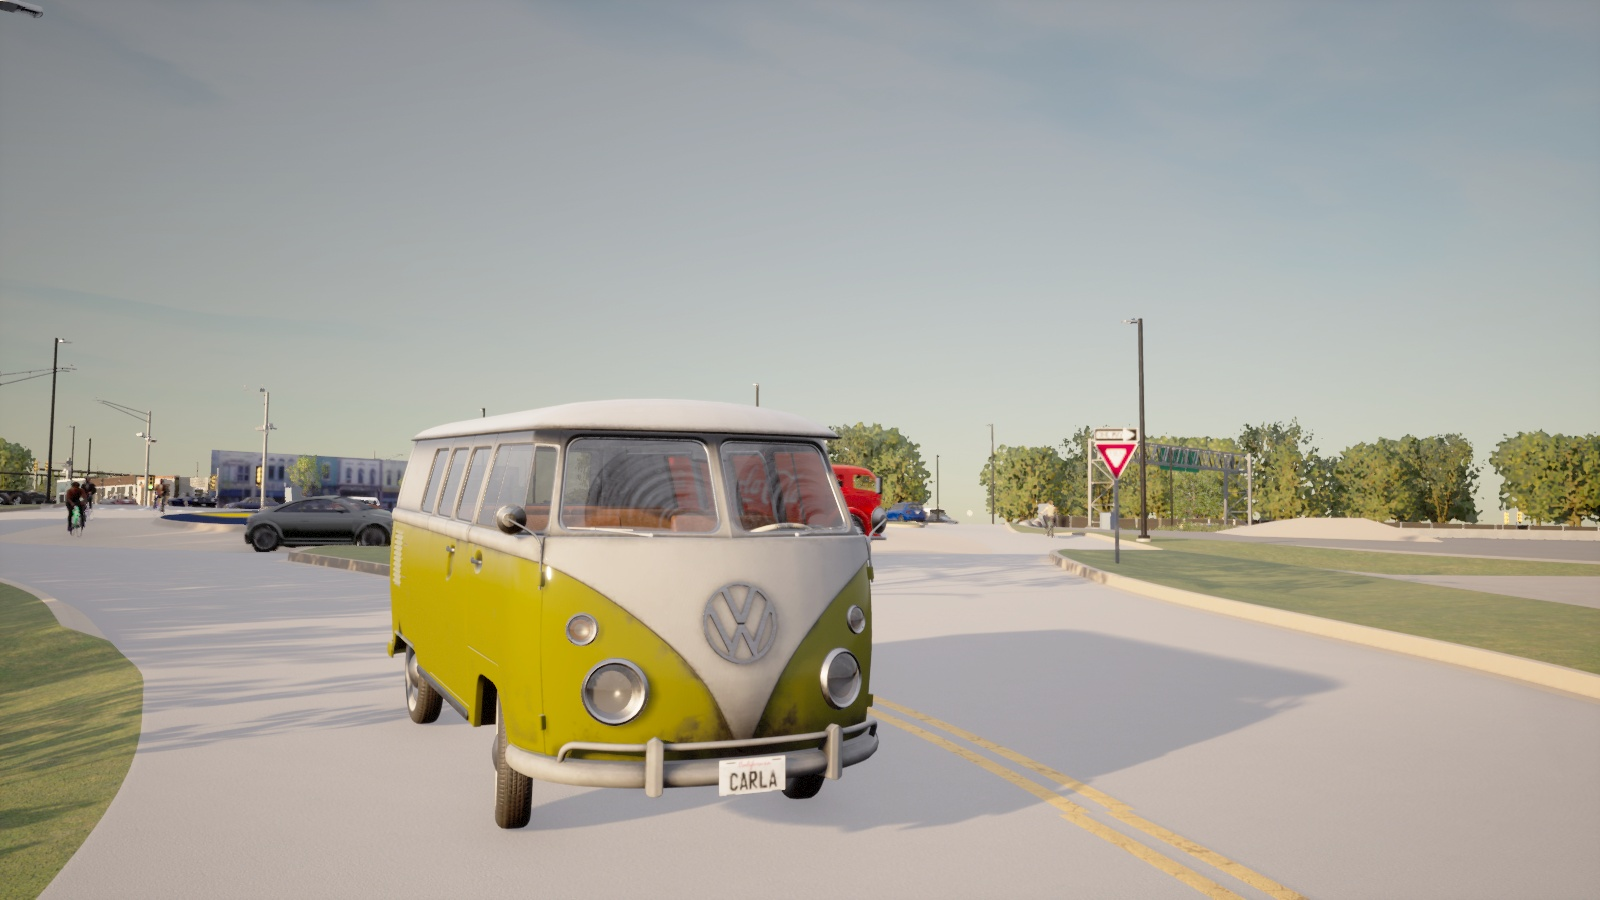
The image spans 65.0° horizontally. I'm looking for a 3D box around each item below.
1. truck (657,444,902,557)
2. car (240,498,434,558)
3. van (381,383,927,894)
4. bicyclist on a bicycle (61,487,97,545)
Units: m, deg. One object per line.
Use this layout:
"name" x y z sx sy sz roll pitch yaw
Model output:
"truck" -0.492 1.277 29.976 5.204 2.467 2.627 2 -5 -27
"car" -11.601 1.945 31.688 4.181 1.385 1.994 0 0 -1
"van" -1.196 0.772 7.278 1.775 1.987 4.442 1 -1 -26
"bicyclist on a bicycle" -21.207 1.931 36.929 0.582 1.620 1.656 -2 0 -41
